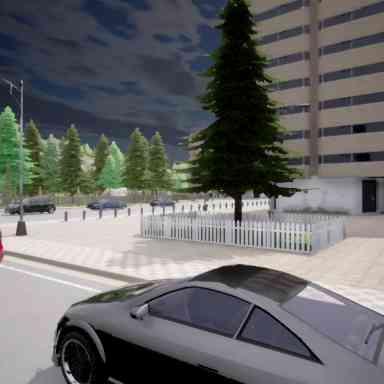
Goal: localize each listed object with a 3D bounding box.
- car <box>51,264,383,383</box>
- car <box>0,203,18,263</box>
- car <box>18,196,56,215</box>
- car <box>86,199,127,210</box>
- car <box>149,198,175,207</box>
[{"bbox_3d":[0.306,1.564,3.774,4.181,1.385,1.994,0,0,35],"label":"car"},{"bbox_3d":[-7.383,1.221,9.207,5.566,2.045,2.150,0,0,36],"label":"car"},{"bbox_3d":[-16.246,1.352,33.606,2.097,1.767,4.553,0,0,35],"label":"car"},{"bbox_3d":[-10.578,1.548,41.567,2.033,1.411,5.357,0,0,35],"label":"car"},{"bbox_3d":[-4.486,1.564,50.098,1.994,1.385,4.181,0,0,36],"label":"car"}]
